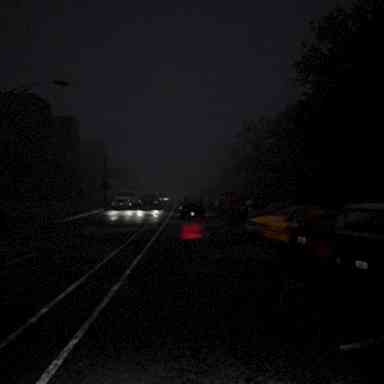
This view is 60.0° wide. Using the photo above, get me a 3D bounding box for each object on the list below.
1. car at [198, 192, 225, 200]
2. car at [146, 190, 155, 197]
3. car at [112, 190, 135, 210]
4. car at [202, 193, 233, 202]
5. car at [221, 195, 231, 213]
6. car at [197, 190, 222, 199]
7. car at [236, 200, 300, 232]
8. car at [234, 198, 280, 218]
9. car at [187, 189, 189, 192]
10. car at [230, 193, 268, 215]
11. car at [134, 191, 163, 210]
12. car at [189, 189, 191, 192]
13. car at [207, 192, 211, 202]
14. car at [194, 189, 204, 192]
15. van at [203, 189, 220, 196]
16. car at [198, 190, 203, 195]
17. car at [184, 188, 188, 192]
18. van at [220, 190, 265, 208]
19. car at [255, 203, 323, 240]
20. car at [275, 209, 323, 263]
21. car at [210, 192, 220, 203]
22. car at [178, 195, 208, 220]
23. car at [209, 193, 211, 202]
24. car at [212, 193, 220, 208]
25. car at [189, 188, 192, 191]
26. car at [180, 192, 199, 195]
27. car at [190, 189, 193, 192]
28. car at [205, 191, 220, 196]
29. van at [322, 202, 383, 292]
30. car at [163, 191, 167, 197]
[{"bbox_3d":[3.745,0.744,63.663,4.674,1.452,2.002,0,1,-24],"label":"car"},{"bbox_3d":[-9.773,0.328,79.450,1.994,1.385,4.181,0,1,-5],"label":"car"},{"bbox_3d":[-7.384,0.829,36.997,2.150,2.045,5.566,0,1,-2],"label":"car"},{"bbox_3d":[4.267,0.867,54.769,4.674,1.452,2.002,0,1,-23],"label":"car"},{"bbox_3d":[5.200,1.248,28.090,4.674,1.452,2.002,0,1,-21],"label":"car"},{"bbox_3d":[3.512,0.539,66.619,4.553,1.767,2.185,0,0,-24],"label":"car"},{"bbox_3d":[5.133,1.340,16.140,5.366,1.575,1.946,1,1,-20],"label":"car"},{"bbox_3d":[5.303,1.314,19.177,4.892,1.521,2.231,1,1,-20],"label":"car"},{"bbox_3d":[2.108,0.450,84.393,5.008,1.535,2.097,0,1,-26],"label":"car"},{"bbox_3d":[5.247,1.154,22.138,4.553,1.767,2.185,1,0,-21],"label":"car"},{"bbox_3d":[-4.551,0.976,35.723,2.097,1.767,4.553,0,1,-2],"label":"car"},{"bbox_3d":[2.622,0.517,78.479,5.008,1.535,2.097,0,0,-25],"label":"car"},{"bbox_3d":[4.776,1.043,42.916,4.674,1.452,2.002,0,1,-22],"label":"car"},{"bbox_3d":[3.957,0.493,60.712,5.566,2.045,2.435,0,1,-24],"label":"car"},{"bbox_3d":[4.452,0.687,48.784,4.442,1.987,1.878,0,1,-23],"label":"van"},{"bbox_3d":[4.246,0.866,51.728,5.366,1.575,1.946,0,1,-23],"label":"car"},{"bbox_3d":[1.228,0.354,93.261,5.008,1.535,2.097,0,1,-26],"label":"car"},{"bbox_3d":[5.253,0.946,31.106,4.442,1.987,1.878,0,1,-21],"label":"van"},{"bbox_3d":[5.482,1.373,13.299,5.366,1.575,1.946,1,0,-20],"label":"car"},{"bbox_3d":[5.330,1.432,10.284,4.792,1.488,2.163,1,0,-20],"label":"car"},{"bbox_3d":[5.169,1.088,37.070,5.366,1.575,1.946,0,1,-22],"label":"car"},{"bbox_3d":[0.009,1.256,25.771,1.837,1.490,4.892,0,1,-1],"label":"car"},{"bbox_3d":[4.894,1.087,39.971,4.674,1.452,2.002,0,1,-22],"label":"car"},{"bbox_3d":[5.069,1.131,34.033,5.008,1.535,2.097,0,1,-22],"label":"car"},{"bbox_3d":[2.339,0.357,81.428,4.553,1.767,2.185,0,0,-25],"label":"car"},{"bbox_3d":[-0.458,1.078,43.173,1.994,1.385,4.181,0,1,-2],"label":"car"},{"bbox_3d":[2.846,0.582,75.504,4.792,1.488,2.163,0,1,-25],"label":"car"},{"bbox_3d":[4.681,0.998,45.869,4.674,1.452,2.002,0,1,-23],"label":"car"},{"bbox_3d":[5.410,1.203,7.353,4.442,1.987,1.878,1,0,-20],"label":"van"},{"bbox_3d":[-6.789,0.463,77.432,1.895,1.301,4.718,0,1,-5],"label":"car"}]
